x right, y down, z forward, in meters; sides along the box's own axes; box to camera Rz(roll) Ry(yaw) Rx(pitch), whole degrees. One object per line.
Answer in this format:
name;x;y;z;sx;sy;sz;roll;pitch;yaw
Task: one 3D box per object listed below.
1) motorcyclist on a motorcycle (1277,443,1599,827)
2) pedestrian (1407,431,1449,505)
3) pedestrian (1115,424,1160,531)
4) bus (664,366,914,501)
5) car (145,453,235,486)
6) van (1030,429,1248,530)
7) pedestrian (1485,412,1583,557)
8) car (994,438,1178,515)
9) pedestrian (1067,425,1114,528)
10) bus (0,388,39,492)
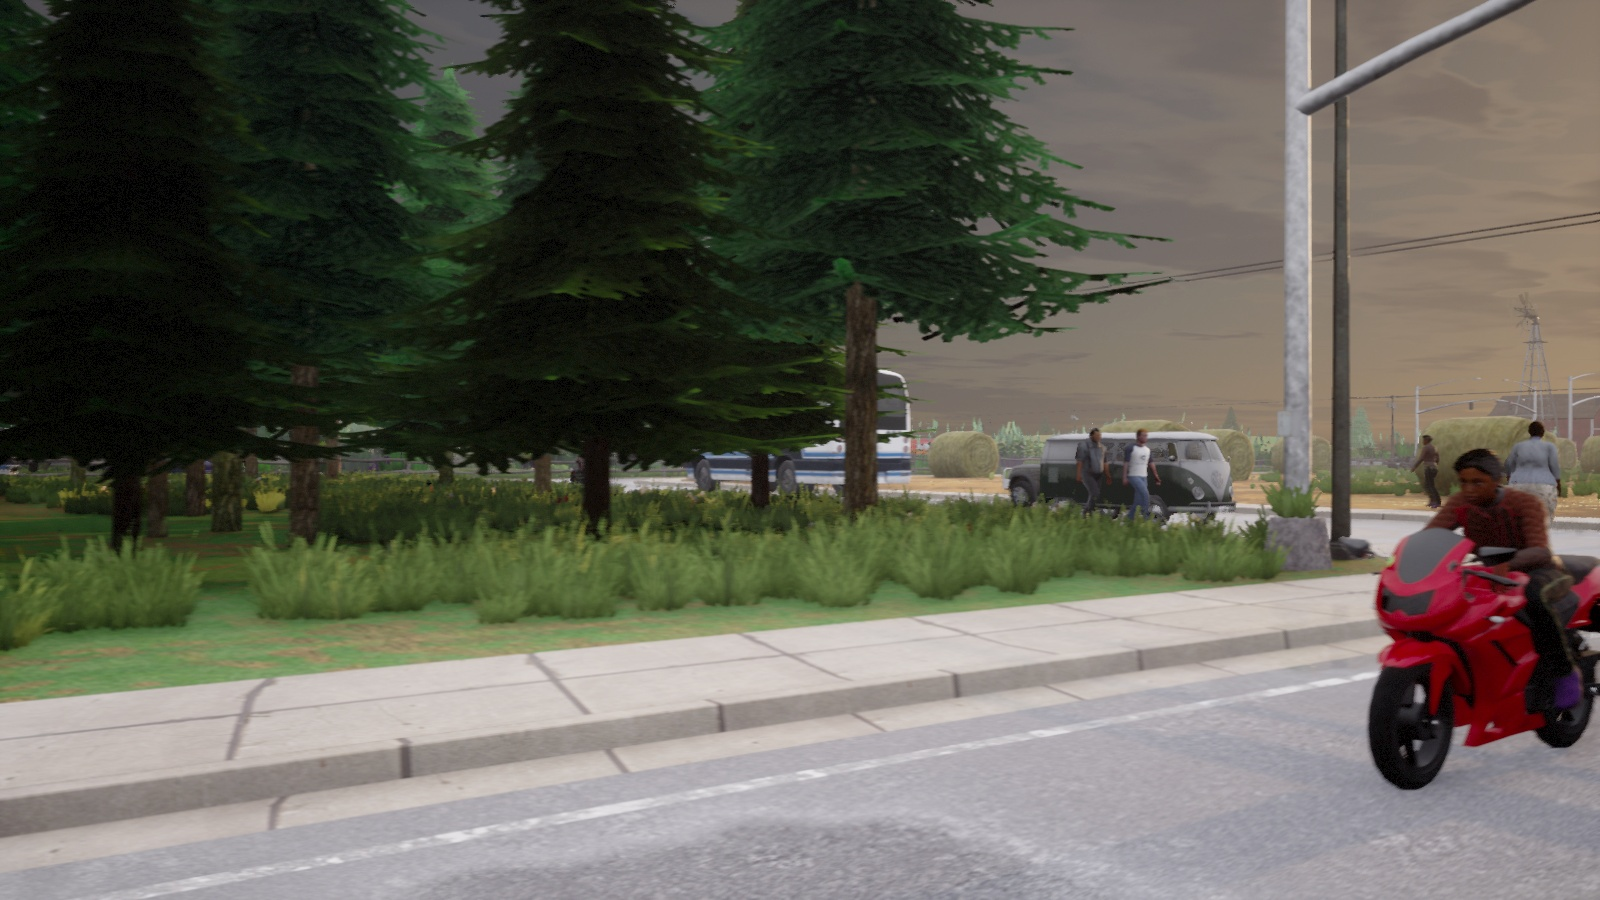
motorcyclist on a motorcycle;3.209;0.735;5.895;2.044;1.523;0.797;0;0;-35
pedestrian;15.475;0.443;30.942;0.328;1.805;0.869;0;0;-32
pedestrian;5.861;0.468;21.822;0.354;1.836;0.706;0;0;-28
bus;-0.702;-0.493;44.921;3.944;4.253;10.273;0;0;-34
car;-29.055;0.927;59.822;3.705;1.549;1.789;0;0;-31
van;7.142;0.573;26.925;1.775;1.987;4.442;0;0;-34
pedestrian;9.767;0.443;16.710;0.900;1.855;0.874;0;0;-40
car;7.382;0.654;32.855;1.932;1.855;4.605;0;0;-34
pedestrian;5.318;0.472;22.993;0.540;1.848;0.694;0;0;-23
bus;-36.899;-0.435;50.938;10.273;4.253;3.944;0;0;-32
